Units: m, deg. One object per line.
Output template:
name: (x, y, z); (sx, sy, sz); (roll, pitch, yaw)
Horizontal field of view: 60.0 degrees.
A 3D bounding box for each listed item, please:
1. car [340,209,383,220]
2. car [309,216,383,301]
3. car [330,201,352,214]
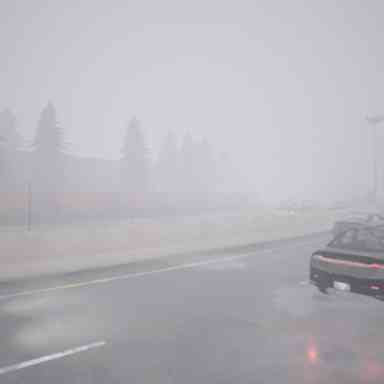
car: (8.368, 1.638, 16.054); (4.674, 1.442, 1.812); (0, -1, -45)
car: (4.624, 1.546, 7.769); (4.902, 1.511, 2.128); (0, -1, -41)
car: (18.686, 1.840, 41.634); (2.033, 1.411, 5.357); (0, -1, 29)
